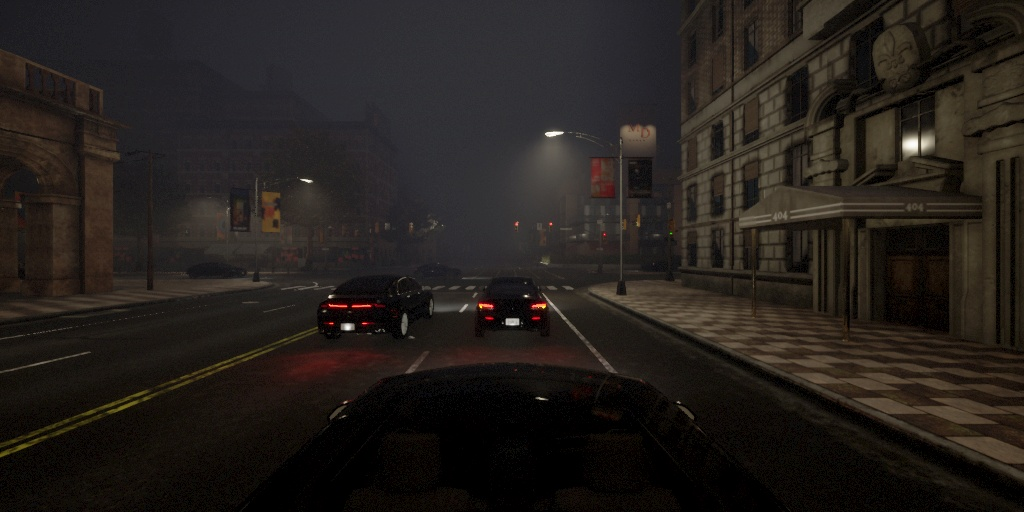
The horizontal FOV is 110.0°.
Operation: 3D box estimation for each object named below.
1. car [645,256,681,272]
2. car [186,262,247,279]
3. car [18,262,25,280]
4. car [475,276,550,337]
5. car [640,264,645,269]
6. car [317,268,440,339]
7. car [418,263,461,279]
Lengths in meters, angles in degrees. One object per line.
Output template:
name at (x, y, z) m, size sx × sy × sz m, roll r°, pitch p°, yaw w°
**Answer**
car at (19.991, 0.971, 44.331) m, size 5.566 × 2.045 × 2.150 m, roll 0°, pitch 0°, yaw 1°
car at (-26.717, 1.276, 32.474) m, size 4.674 × 1.442 × 1.812 m, roll 0°, pitch 0°, yaw 0°
car at (-42.598, 1.227, 32.414) m, size 5.008 × 1.535 × 1.882 m, roll 0°, pitch 0°, yaw 0°
car at (0.007, 1.276, 10.156) m, size 1.812 × 1.442 × 4.674 m, roll 0°, pitch 0°, yaw 0°
car at (19.999, 1.297, 47.848) m, size 5.357 × 1.411 × 2.033 m, roll 0°, pitch 0°, yaw 0°
car at (-3.494, 1.255, 10.036) m, size 1.837 × 1.490 × 4.892 m, roll 0°, pitch 0°, yaw 0°
car at (-6.692, 1.314, 32.550) m, size 4.181 × 1.385 × 1.994 m, roll 0°, pitch 0°, yaw 0°
